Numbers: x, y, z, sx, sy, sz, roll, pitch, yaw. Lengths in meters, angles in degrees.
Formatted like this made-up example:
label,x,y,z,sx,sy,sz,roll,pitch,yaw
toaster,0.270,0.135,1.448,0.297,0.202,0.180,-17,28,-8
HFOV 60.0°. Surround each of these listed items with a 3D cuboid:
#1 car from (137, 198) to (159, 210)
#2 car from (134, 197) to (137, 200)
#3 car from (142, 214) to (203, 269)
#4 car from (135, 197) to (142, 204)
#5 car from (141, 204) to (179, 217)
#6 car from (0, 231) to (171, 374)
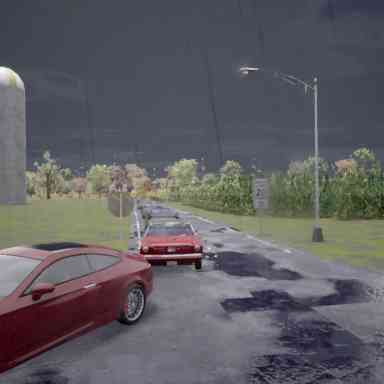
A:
label,x,y,z,sx,sy,sz,roll,pitch,yaw
car,-3.832,1.637,31.337,2.128,1.511,4.902,-1,0,-10
car,-10.907,1.726,68.820,2.033,1.411,5.357,-1,0,-11
car,-0.742,1.665,11.376,1.895,1.301,4.718,-1,0,-5
car,-6.462,1.771,45.557,1.994,1.385,4.181,-1,0,-11
car,-1.755,1.657,19.506,1.994,1.385,4.181,-1,0,-11
car,-2.392,1.557,5.059,1.812,1.442,4.674,0,-1,29
